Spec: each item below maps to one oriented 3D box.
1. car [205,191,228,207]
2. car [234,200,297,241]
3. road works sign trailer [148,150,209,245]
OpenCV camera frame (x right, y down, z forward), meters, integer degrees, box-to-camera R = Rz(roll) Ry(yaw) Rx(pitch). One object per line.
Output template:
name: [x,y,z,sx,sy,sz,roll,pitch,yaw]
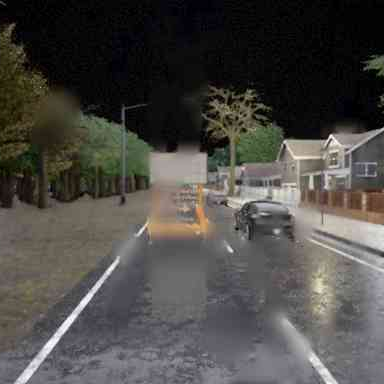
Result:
car: [2.336,0.648,32.423,2.128,1.511,4.902,0,1,-2]
car: [3.019,1.124,14.427,1.837,1.490,4.892,0,2,-2]
road works sign trailer: [-0.550,0.104,13.592,2.380,3.560,2.880,0,2,-2]
